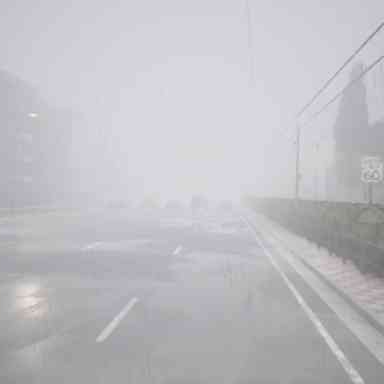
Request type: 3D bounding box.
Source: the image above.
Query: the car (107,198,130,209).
[{"bbox_3d":[-9.656,1.493,44.068,1.994,1.385,4.181,1,0,6],"label":"car"}]

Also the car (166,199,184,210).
[{"bbox_3d":[-2.379,1.688,46.417,1.994,1.385,4.181,1,0,6],"label":"car"}]

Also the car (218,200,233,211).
[{"bbox_3d":[4.626,1.865,46.119,1.994,1.385,4.181,1,0,6],"label":"car"}]

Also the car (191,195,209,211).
[{"bbox_3d":[1.103,1.433,45.890,2.150,2.045,5.566,1,0,6],"label":"car"}]

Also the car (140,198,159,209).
[{"bbox_3d":[-5.886,1.512,46.495,1.882,1.535,5.008,1,0,6],"label":"car"}]
